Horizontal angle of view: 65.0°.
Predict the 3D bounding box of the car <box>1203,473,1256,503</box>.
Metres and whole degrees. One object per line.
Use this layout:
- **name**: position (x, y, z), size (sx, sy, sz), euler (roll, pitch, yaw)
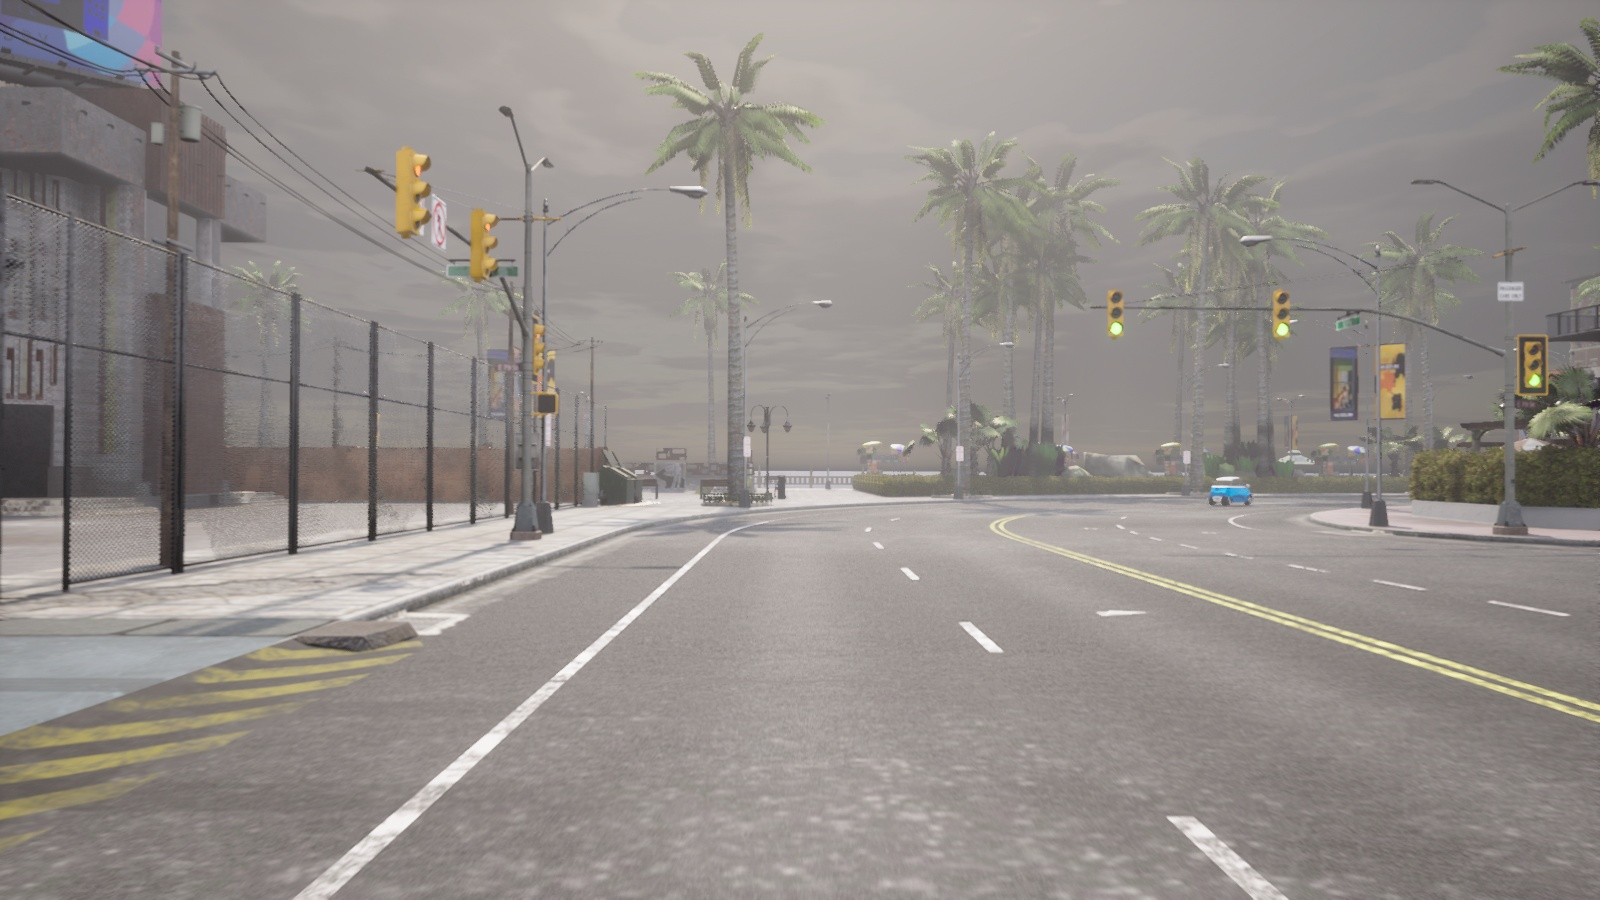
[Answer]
- **car**: position (20.406, 1.786, 59.617), size (2.207, 1.376, 1.481), euler (0, -1, -43)
